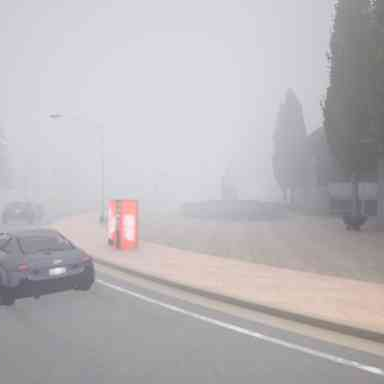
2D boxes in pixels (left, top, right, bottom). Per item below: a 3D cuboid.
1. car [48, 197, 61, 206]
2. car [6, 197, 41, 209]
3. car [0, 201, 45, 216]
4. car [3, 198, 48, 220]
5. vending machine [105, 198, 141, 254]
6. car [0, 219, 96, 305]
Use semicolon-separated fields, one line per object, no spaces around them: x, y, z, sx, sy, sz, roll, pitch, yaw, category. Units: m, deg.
-20.310;1.442;46.724;1.882;1.535;5.008;0;0;7;car
-23.785;1.474;47.144;2.128;1.511;4.902;0;0;7;car
-18.029;1.702;35.755;2.033;1.411;5.357;0;0;1;car
-13.175;1.483;26.241;2.097;1.767;4.553;1;0;-14;car
-2.725;1.283;13.115;1.100;2.100;0.880;1;-1;-37;vending machine
-4.120;1.608;8.362;1.994;1.385;4.181;1;-1;-42;car
